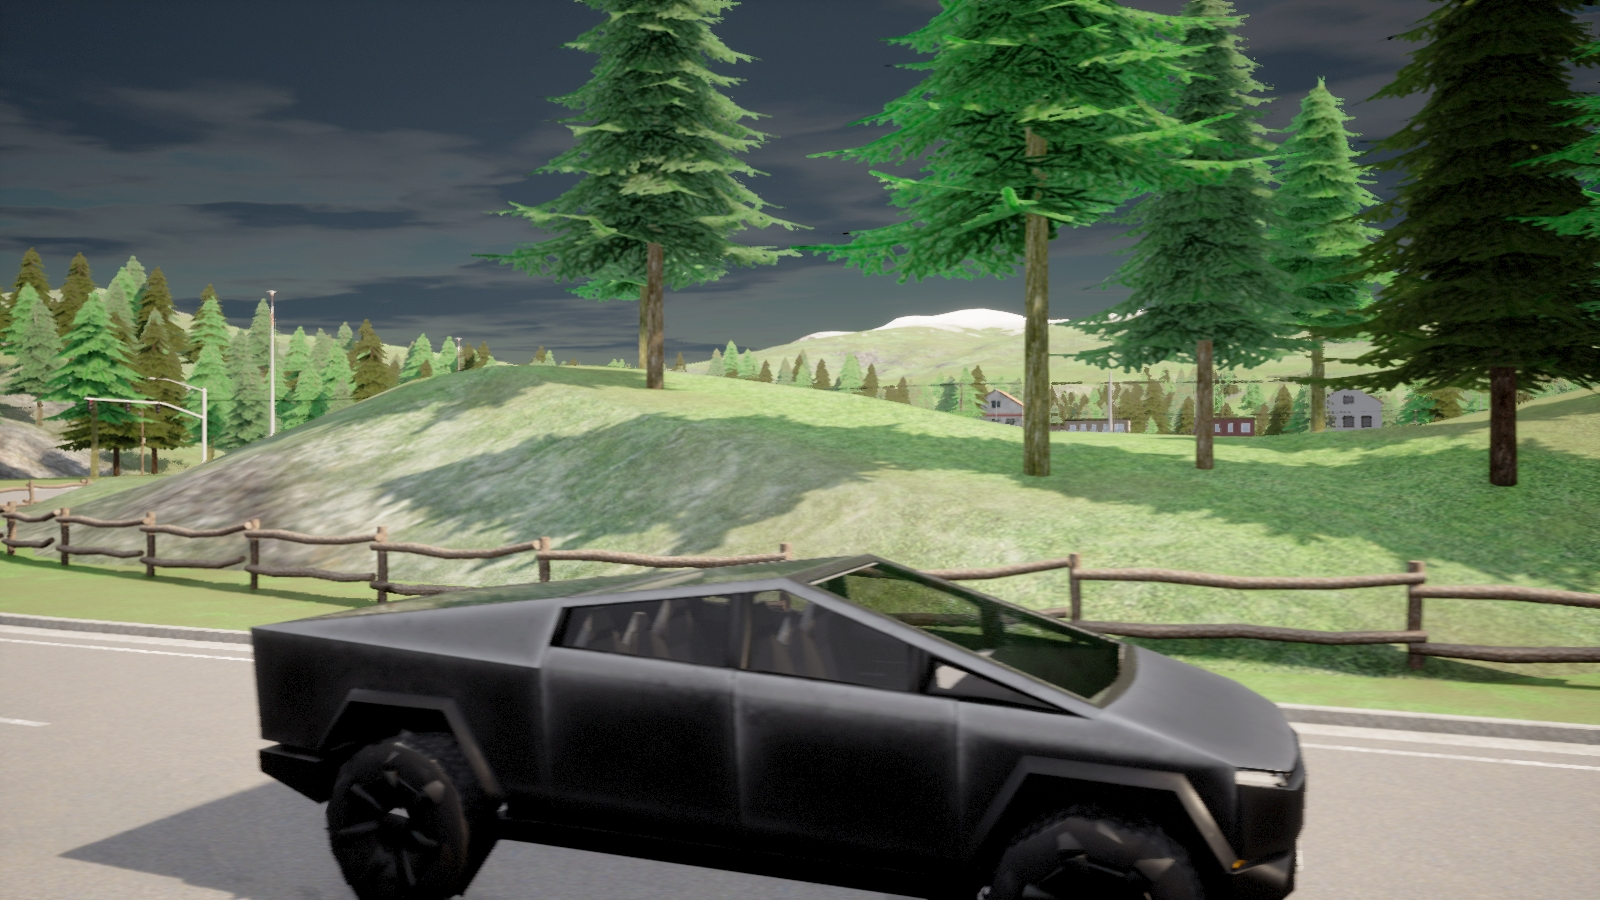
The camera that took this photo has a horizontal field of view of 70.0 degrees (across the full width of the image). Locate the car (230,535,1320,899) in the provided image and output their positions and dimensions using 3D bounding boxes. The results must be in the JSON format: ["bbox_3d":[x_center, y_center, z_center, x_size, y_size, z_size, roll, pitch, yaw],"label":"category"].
[{"bbox_3d":[-0.242,1.751,7.221,6.274,2.098,2.390,0,0,21],"label":"car"}]
